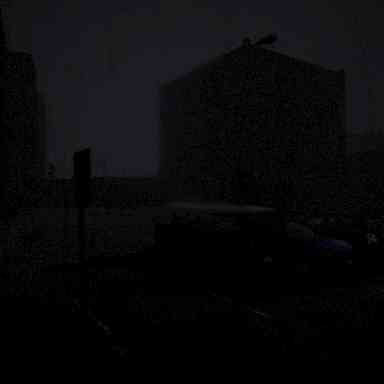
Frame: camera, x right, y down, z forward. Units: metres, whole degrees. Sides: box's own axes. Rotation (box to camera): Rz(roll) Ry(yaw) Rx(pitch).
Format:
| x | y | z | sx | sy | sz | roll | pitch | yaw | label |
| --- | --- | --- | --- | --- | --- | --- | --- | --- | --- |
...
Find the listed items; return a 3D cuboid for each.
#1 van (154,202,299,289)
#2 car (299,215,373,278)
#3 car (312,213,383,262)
| x | y | z | sx | sy | sz | roll | pitch | yaw | label |
| --- | --- | --- | --- | --- | --- | --- | --- | --- | --- |
| 0.516 | 1.323 | 9.517 | 1.878 | 1.987 | 4.442 | 1 | -1 | -35 | van |
| 2.835 | 1.615 | 11.034 | 2.097 | 1.535 | 5.008 | 2 | -1 | -35 | car |
| 5.130 | 1.573 | 12.626 | 2.185 | 1.767 | 4.553 | 2 | -1 | -35 | car |
